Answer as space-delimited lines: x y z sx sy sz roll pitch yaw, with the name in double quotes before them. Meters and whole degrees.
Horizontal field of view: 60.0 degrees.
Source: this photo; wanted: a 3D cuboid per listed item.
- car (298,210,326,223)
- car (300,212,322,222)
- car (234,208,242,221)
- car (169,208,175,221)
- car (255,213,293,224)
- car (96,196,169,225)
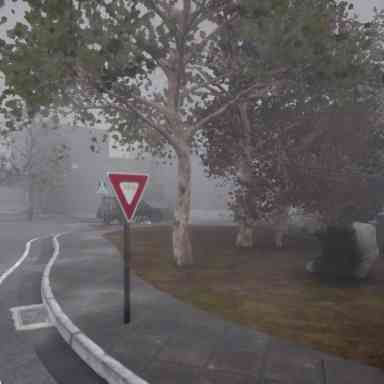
"car" 18.812 3.812 52.039 4.553 1.767 2.097 3 -2 -42
"car" 17.746 3.787 46.841 4.892 1.490 1.837 3 -2 -42
"car" 7.722 2.839 41.912 5.566 2.045 2.150 5 -3 -42
"car" -2.809 2.144 31.921 1.837 1.490 4.892 0 -4 43
"car" 10.188 3.125 39.885 5.008 1.535 1.882 5 -4 -42
"car" -4.597 1.444 25.374 2.150 2.045 5.566 0 -4 37
